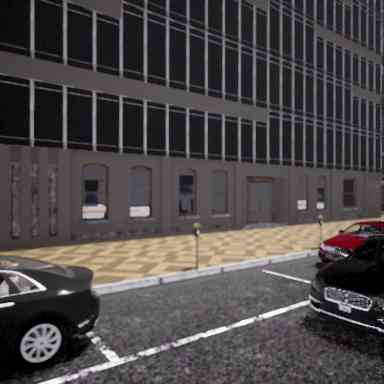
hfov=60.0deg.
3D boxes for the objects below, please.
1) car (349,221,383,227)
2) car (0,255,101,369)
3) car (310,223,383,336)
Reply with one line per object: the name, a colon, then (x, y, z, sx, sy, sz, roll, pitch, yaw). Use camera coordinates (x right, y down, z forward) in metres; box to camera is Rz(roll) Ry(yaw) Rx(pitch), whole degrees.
car: (5.857, 1.612, 10.780, 4.206, 1.307, 1.802, 0, 0, -36)
car: (-3.389, 1.550, 4.137, 4.403, 1.369, 2.008, 0, 0, -36)
car: (4.297, 1.524, 6.469, 4.892, 1.490, 1.837, 0, 0, -36)
